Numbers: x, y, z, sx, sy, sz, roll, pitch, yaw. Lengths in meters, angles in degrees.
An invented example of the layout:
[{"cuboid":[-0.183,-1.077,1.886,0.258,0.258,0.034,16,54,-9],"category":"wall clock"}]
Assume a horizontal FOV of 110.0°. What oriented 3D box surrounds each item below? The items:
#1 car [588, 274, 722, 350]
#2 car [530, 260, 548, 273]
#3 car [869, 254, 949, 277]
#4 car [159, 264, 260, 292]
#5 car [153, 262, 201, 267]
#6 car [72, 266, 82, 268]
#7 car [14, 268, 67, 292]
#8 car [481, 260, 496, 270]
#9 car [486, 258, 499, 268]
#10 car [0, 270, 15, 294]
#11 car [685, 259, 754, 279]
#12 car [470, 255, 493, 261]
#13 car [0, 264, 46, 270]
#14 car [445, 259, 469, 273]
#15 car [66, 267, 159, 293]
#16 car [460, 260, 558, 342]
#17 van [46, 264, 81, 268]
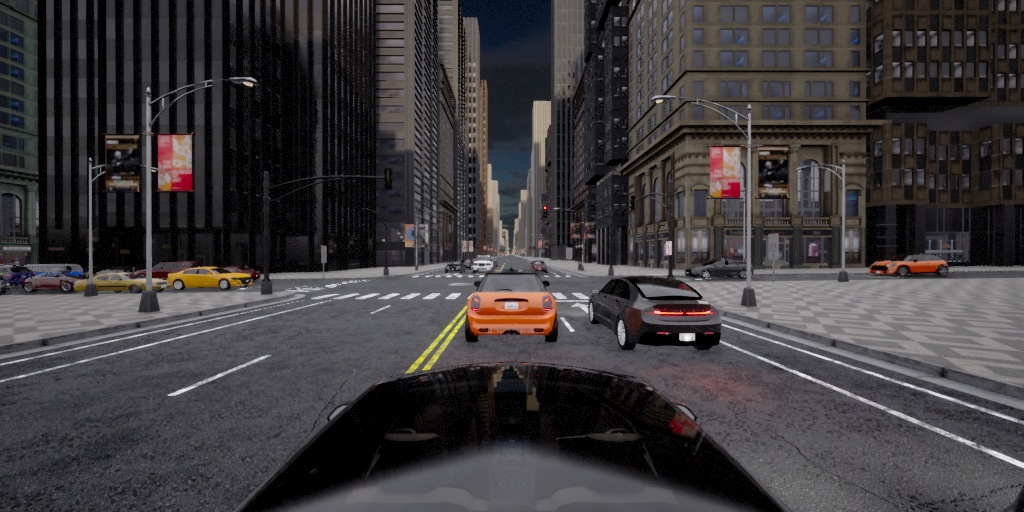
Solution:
[{"cuboid":[3.237,1.254,9.059,1.837,1.490,4.892,0,0,0],"category":"car"},{"cuboid":[3.215,1.260,43.688,1.812,1.442,4.674,0,0,0],"category":"car"},{"cuboid":[30.858,0.655,28.000,4.553,1.767,2.097,-1,0,0],"category":"car"},{"cuboid":[-20.776,1.492,24.768,5.008,1.535,1.882,-1,0,0],"category":"car"},{"cuboid":[-29.122,1.419,30.643,5.009,1.841,2.192,0,0,0],"category":"car"},{"cuboid":[-34.209,1.755,30.649,4.207,1.307,1.802,0,0,0],"category":"car"},{"cuboid":[-30.775,1.715,24.783,4.181,1.385,1.994,-1,0,1],"category":"car"},{"cuboid":[-3.446,1.290,53.287,1.994,1.385,4.181,0,0,1],"category":"car"},{"cuboid":[-3.450,1.207,63.554,2.128,1.511,4.902,0,0,0],"category":"car"},{"cuboid":[-33.817,1.754,22.109,4.403,1.370,2.007,0,0,0],"category":"car"},{"cuboid":[16.125,1.002,27.997,4.892,1.490,1.837,-2,0,0],"category":"car"},{"cuboid":[-3.440,0.956,43.315,2.150,2.045,5.566,0,0,0],"category":"car"},{"cuboid":[-40.229,1.618,27.968,4.553,1.767,2.097,-1,0,0],"category":"car"},{"cuboid":[-6.688,1.299,42.474,1.994,1.385,4.181,0,0,0],"category":"car"},{"cuboid":[-23.876,1.596,22.109,4.829,1.417,1.751,0,0,0],"category":"car"},{"cuboid":[-0.005,1.102,9.920,2.097,1.767,4.553,0,0,0],"category":"car"},{"cuboid":[-39.296,1.583,30.655,3.998,1.789,1.690,0,0,0],"category":"van"}]
